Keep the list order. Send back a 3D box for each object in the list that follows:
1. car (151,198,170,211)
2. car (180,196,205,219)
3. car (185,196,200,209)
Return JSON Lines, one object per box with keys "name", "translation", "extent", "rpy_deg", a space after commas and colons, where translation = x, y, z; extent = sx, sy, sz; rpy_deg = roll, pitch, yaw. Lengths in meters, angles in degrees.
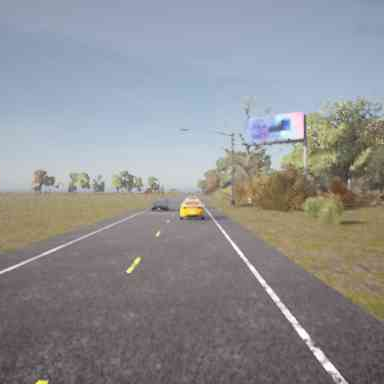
{"name": "car", "translation": [-3.548, 1.427, 38.182], "extent": [2.033, 1.411, 5.357], "rpy_deg": [0, 0, 0]}
{"name": "car", "translation": [0.035, 1.387, 28.082], "extent": [1.882, 1.535, 5.008], "rpy_deg": [0, 0, 0]}
{"name": "car", "translation": [0.044, 1.333, 45.000], "extent": [1.882, 1.535, 5.008], "rpy_deg": [0, 0, 0]}
